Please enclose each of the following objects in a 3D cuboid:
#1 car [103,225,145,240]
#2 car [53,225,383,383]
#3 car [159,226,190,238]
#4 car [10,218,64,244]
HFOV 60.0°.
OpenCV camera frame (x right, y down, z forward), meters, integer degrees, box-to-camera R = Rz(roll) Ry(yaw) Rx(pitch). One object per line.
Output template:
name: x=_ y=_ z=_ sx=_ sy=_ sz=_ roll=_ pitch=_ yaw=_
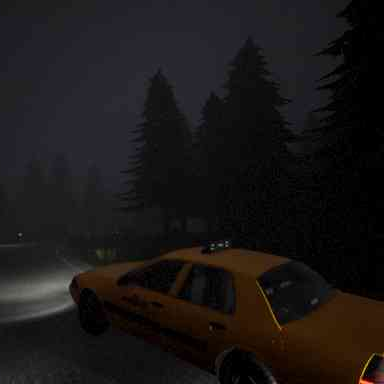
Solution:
car: x=-7.442 y=4.510 z=36.950 sx=2.033 sy=1.411 sz=5.357 roll=-4 pitch=-8 yaw=20
car: x=0.143 y=1.440 z=4.734 sx=5.366 sy=1.575 sz=1.801 roll=0 pitch=1 yaw=43
car: x=-2.326 y=5.543 z=46.260 sx=1.882 sy=1.535 sz=5.008 roll=-5 pitch=-8 yaw=30
car: x=-12.754 y=3.223 z=28.100 sx=2.150 sy=2.045 sz=5.566 roll=-4 pitch=-7 yaw=7
